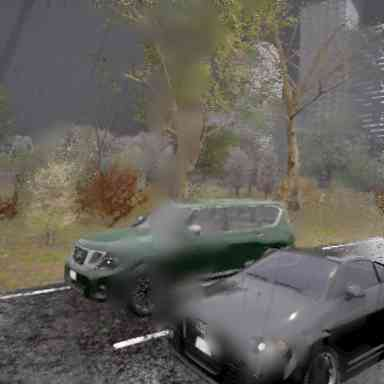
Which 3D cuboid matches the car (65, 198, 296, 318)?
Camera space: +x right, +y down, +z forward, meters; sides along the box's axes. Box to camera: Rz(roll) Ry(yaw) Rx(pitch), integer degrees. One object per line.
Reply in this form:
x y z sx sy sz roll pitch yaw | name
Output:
0.079 1.184 7.697 5.566 2.045 2.150 1 0 -35 | car

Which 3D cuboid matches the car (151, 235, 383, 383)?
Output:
1.762 1.570 4.914 4.181 1.385 1.994 1 0 -35 | car
